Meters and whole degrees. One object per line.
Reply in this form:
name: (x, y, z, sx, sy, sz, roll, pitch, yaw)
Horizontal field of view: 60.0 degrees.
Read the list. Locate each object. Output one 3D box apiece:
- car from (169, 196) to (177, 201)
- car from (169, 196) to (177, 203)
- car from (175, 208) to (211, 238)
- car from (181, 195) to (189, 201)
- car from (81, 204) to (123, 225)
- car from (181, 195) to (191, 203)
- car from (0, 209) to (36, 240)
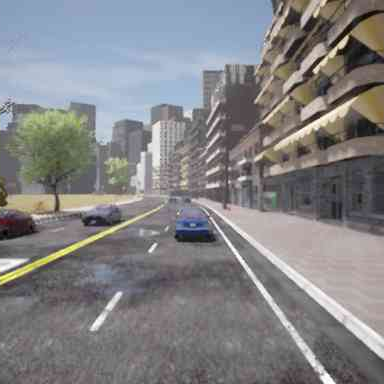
car: (-5.114, 1.670, 88.087, 1.994, 1.385, 4.181, 0, 0, -5)
car: (-4.423, 1.732, 78.040, 2.128, 1.511, 4.902, 0, 0, -4)
car: (0.045, 1.598, 18.123, 2.033, 1.411, 5.357, 0, 0, 0)
car: (-1.873, 1.629, 88.336, 1.837, 1.490, 4.892, 0, 0, -5)
car: (-6.436, 1.593, 24.507, 2.033, 1.411, 5.357, 0, 0, 0)
car: (-1.155, 1.756, 77.833, 2.033, 1.411, 5.357, 0, 0, -4)
car: (-9.786, 1.579, 17.008, 1.994, 1.385, 4.181, 0, 0, 0)
